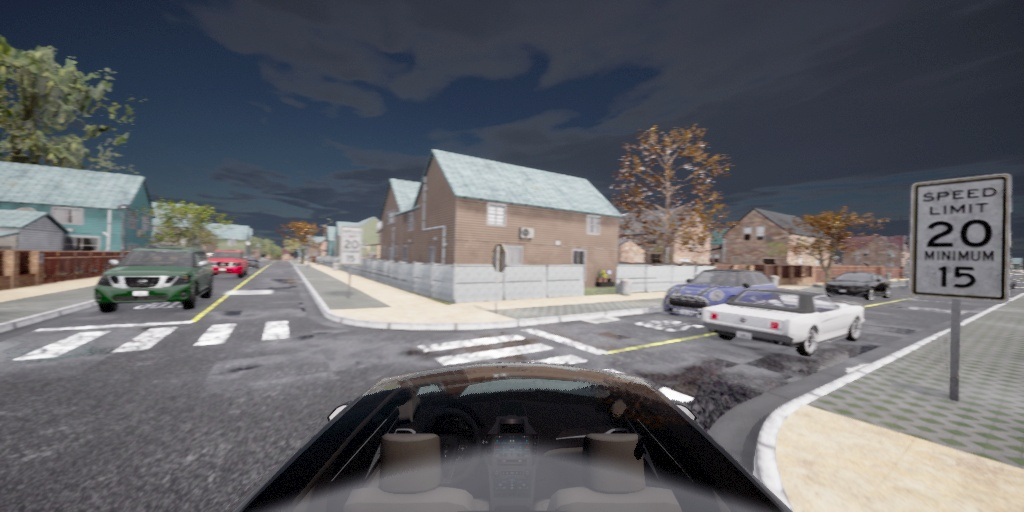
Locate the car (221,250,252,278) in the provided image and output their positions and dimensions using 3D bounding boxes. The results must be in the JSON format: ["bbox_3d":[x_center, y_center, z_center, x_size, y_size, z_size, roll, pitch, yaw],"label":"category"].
[{"bbox_3d":[-21.229,0.548,26.835,2.150,2.045,5.566,2,-1,-32],"label":"car"}]

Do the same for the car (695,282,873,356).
[{"bbox_3d":[6.929,1.481,8.987,4.718,1.301,1.895,1,0,-32],"label":"car"}]

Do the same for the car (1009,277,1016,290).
[{"bbox_3d":[43.151,2.234,31.996,5.357,1.411,2.033,1,0,-32],"label":"car"}]

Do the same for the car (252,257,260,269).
[{"bbox_3d":[-30.356,0.791,41.381,1.994,1.385,4.181,2,-1,-32],"label":"car"}]

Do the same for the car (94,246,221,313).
[{"bbox_3d":[-12.354,0.691,12.831,2.150,2.045,5.566,2,0,-33],"label":"car"}]

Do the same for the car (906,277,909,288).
[{"bbox_3d":[35.160,1.930,30.192,4.553,1.767,2.097,1,0,-32],"label":"car"}]

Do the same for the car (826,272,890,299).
[{"bbox_3d":[19.888,1.652,20.596,5.008,1.535,1.882,1,0,-32],"label":"car"}]

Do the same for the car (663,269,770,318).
[{"bbox_3d":[7.444,1.250,12.688,4.553,1.767,2.097,1,0,-32],"label":"car"}]
